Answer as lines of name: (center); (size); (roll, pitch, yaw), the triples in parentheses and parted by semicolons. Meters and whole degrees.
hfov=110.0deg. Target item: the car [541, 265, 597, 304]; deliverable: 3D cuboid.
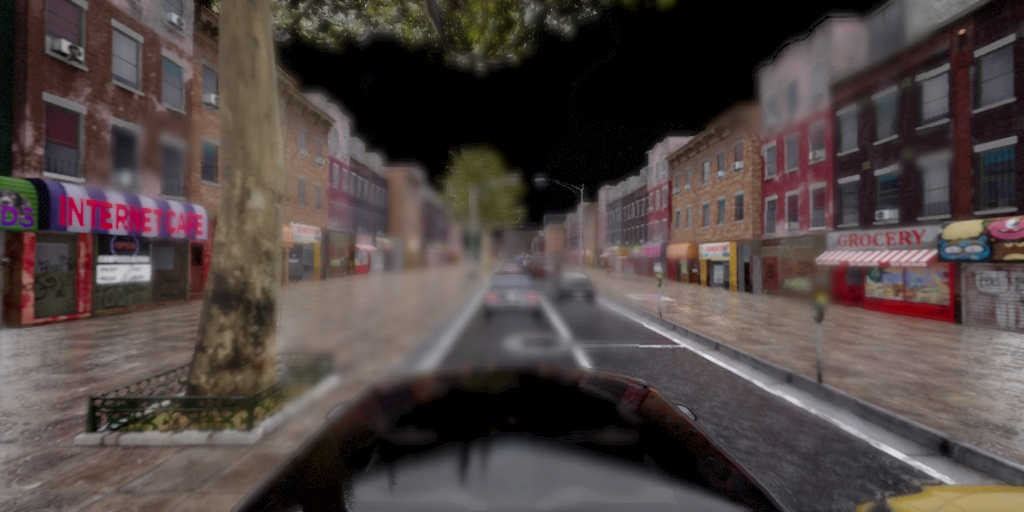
car: (2.636, 1.302, 16.240); (2.007, 1.370, 4.403); (0, 0, 0)

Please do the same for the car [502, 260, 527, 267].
car: (0.065, 1.304, 32.548); (1.994, 1.385, 4.181); (0, 0, 0)

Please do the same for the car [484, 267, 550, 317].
car: (0.037, 1.299, 13.103); (2.033, 1.411, 5.357); (0, 0, 1)

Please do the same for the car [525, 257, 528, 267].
car: (2.973, 0.960, 42.496); (2.150, 2.045, 5.566); (0, 0, 0)

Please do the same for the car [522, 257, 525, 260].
car: (2.971, 0.955, 49.497); (2.150, 2.045, 5.566); (0, 0, 0)

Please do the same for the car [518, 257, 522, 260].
car: (2.626, 1.032, 60.568); (2.192, 1.841, 5.009); (0, 0, 0)

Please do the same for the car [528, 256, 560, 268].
car: (2.633, 1.059, 27.322); (2.192, 1.841, 5.009); (0, 0, 0)
